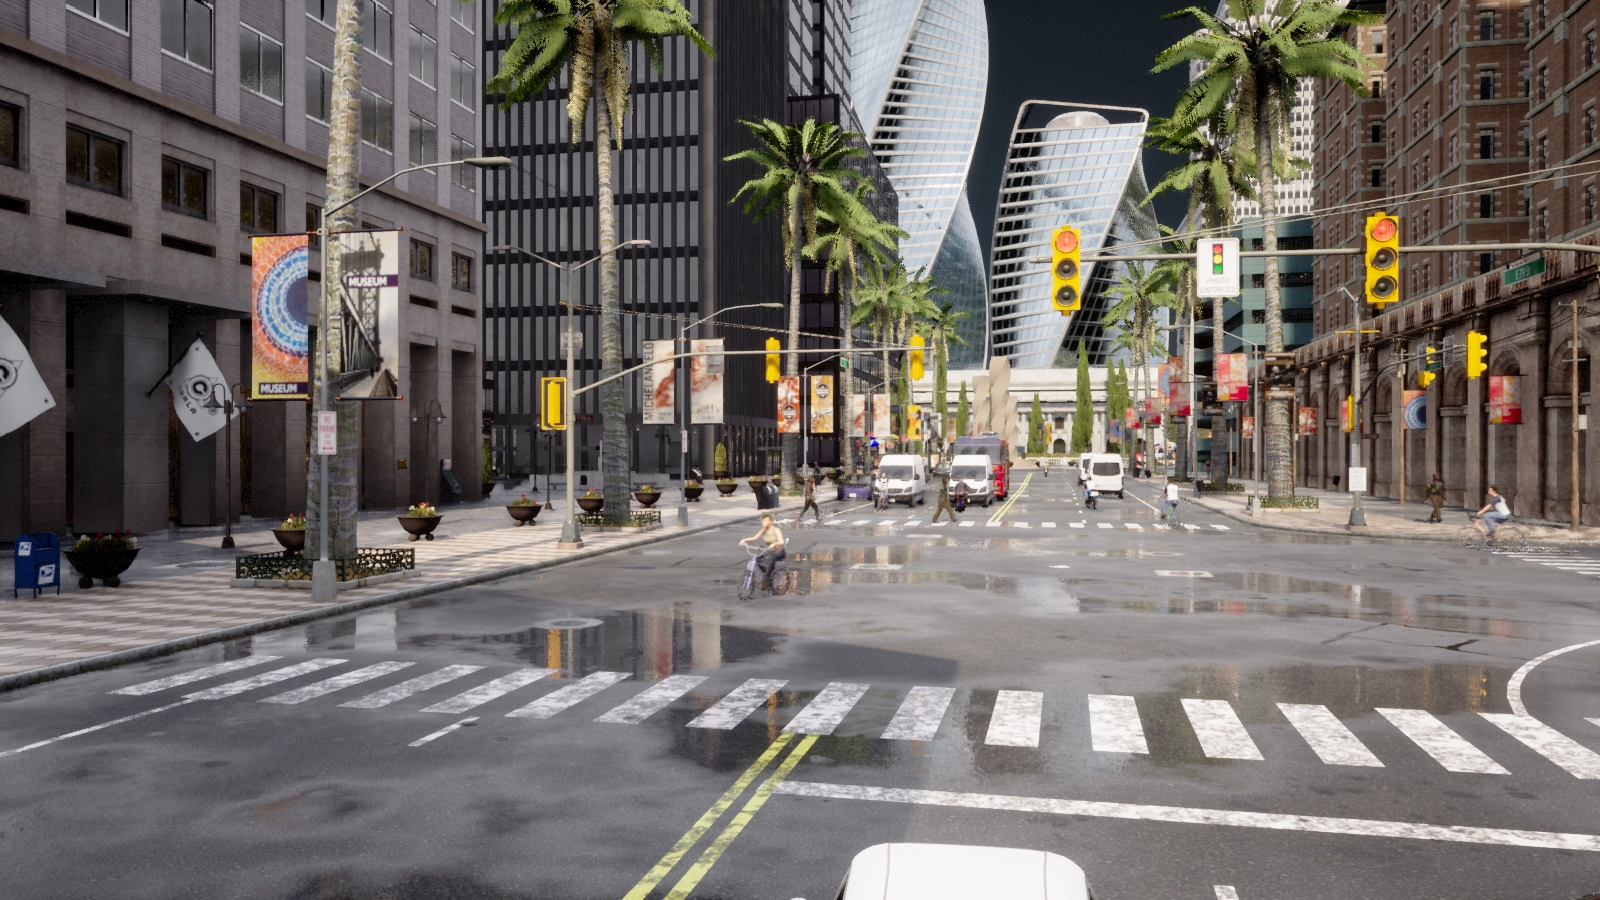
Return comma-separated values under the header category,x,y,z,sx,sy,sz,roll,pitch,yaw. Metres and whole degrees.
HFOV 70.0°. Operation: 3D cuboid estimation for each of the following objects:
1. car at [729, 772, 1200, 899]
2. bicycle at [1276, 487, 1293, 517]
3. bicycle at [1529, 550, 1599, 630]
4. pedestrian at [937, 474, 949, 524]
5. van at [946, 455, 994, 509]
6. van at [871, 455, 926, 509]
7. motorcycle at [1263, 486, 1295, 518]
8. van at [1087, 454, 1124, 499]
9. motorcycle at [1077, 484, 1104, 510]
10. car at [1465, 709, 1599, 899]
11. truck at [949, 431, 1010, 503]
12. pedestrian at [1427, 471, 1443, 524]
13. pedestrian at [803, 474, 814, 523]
category,x,y,z,sx,sy,sz,roll,pitch,yaw
car,0.558,2.120,3.851,1.481,1.376,2.207,0,0,9
bicycle,20.524,2.206,48.420,0.373,1.196,1.643,0,0,13
bicycle,12.577,2.256,18.694,0.859,1.080,1.487,3,2,40
pedestrian,5.387,1.848,43.117,0.375,1.860,0.375,0,0,22
van,8.600,1.534,57.397,1.988,2.561,5.915,0,0,13
van,5.034,1.534,57.494,1.988,2.561,5.915,0,0,13
motorcycle,20.463,2.205,48.863,0.867,1.251,2.209,0,0,13
van,18.365,1.534,68.888,1.988,2.561,5.915,0,0,13
motorcycle,13.693,2.213,53.878,0.803,1.145,2.033,0,0,2
car,3.753,1.992,2.523,2.152,1.651,5.027,0,0,7
truck,10.323,0.890,65.040,2.891,3.827,8.468,0,0,13
pedestrian,22.610,1.697,40.706,0.375,1.860,0.375,0,0,5
pedestrian,0.319,1.849,43.540,0.375,1.860,0.375,0,0,11
